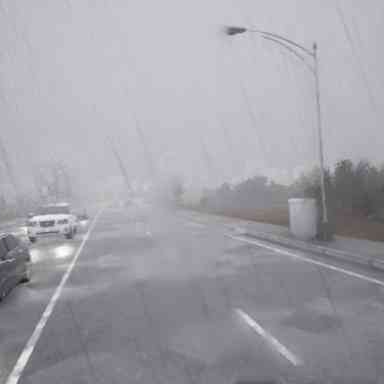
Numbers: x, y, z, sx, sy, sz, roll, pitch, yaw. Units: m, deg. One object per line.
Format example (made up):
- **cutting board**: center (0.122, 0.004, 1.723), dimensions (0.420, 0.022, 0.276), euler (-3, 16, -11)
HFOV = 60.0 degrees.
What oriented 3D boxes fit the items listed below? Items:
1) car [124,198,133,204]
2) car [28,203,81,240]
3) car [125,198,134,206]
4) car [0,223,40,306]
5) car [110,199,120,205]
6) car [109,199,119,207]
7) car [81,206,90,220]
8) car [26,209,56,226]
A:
- **car**: center (-16.641, 2.332, 87.461), dimensions (2.128, 1.511, 4.902), euler (-3, 0, -10)
- **car**: center (-8.268, 1.713, 20.097), dimensions (2.150, 2.045, 5.566), euler (-3, 0, -14)
- **car**: center (-14.706, 2.351, 77.413), dimensions (1.837, 1.490, 4.892), euler (-3, 0, -11)
- **car**: center (-5.099, 1.807, 7.695), dimensions (1.837, 1.490, 4.892), euler (-3, 0, -14)
- **car**: center (-20.077, 2.598, 86.850), dimensions (1.994, 1.385, 4.181), euler (-3, 0, -10)
- **car**: center (-18.207, 2.416, 77.058), dimensions (2.097, 1.767, 4.553), euler (-3, 0, -11)
- **car**: center (-12.020, 2.234, 35.118), dimensions (1.812, 1.442, 4.674), euler (-3, 0, -14)
- **car**: center (-15.358, 2.511, 34.072), dimensions (1.895, 1.301, 4.718), euler (-3, 0, -14)
